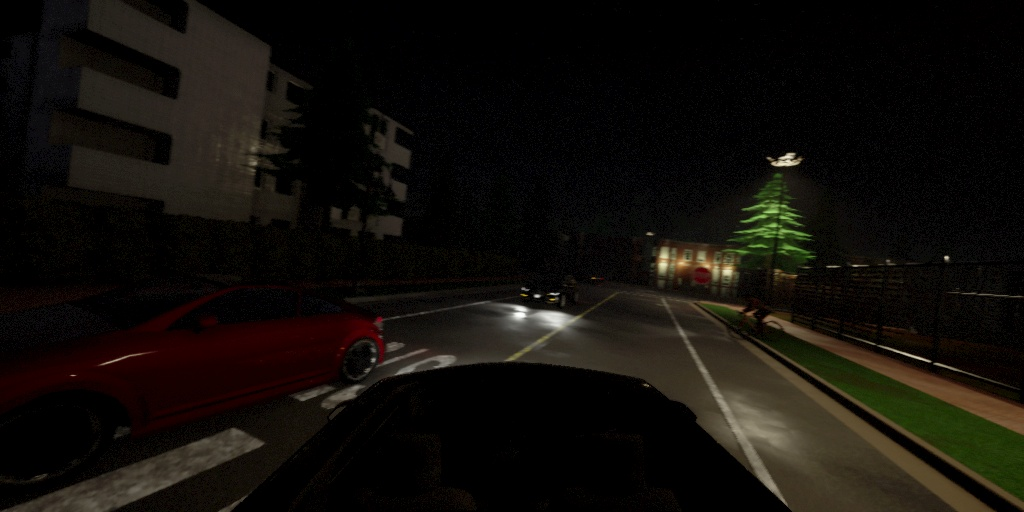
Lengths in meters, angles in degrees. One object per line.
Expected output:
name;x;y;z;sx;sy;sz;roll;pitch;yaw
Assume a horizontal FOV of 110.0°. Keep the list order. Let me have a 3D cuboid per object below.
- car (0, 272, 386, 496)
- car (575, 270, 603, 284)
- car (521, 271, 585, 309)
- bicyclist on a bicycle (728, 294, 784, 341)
car;-3.462;0.910;4.049;1.994;1.385;4.181;7;0;26
car;8.215;2.416;42.722;2.033;1.411;5.357;7;0;-41
car;1.979;1.543;17.375;1.837;1.490;4.892;7;0;22
bicyclist on a bicycle;8.416;2.132;12.449;1.656;1.620;0.582;-3;-4;21
